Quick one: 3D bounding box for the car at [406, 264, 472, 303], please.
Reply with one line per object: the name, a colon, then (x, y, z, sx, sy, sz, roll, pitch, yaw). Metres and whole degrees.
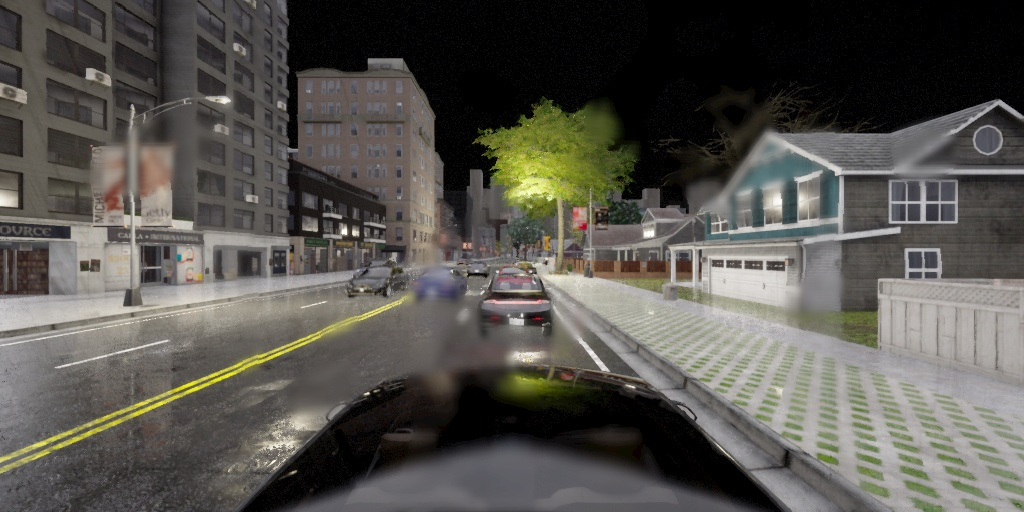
car: (-3.132, 1.269, 16.351, 1.812, 1.442, 4.674, 0, 0, 0)

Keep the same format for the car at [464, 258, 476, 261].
car: (-6.505, 1.164, 61.758, 1.882, 1.535, 5.008, 0, 0, 0)

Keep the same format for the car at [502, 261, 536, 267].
car: (0.120, 1.219, 19.800, 1.882, 1.535, 5.008, 0, 0, 0)

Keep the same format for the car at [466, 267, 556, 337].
car: (0.112, 1.239, 10.296, 2.128, 1.511, 4.902, 0, 0, 0)

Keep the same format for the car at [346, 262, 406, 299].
car: (-6.581, 1.247, 18.131, 1.837, 1.490, 4.892, 0, 0, 0)

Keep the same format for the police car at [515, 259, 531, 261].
police car: (1.006, 1.155, 29.529, 1.930, 1.638, 5.238, 0, 0, 0)

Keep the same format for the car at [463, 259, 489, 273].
car: (-3.115, 1.288, 33.792, 1.994, 1.385, 4.181, 0, 0, 0)

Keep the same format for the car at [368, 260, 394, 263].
car: (-9.822, 1.086, 26.476, 2.097, 1.767, 4.553, 0, 0, 0)
